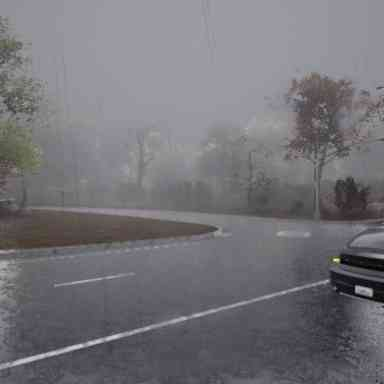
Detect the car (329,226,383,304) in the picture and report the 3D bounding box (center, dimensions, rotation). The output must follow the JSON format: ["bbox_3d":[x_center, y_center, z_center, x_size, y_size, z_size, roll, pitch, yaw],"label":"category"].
[{"bbox_3d":[4.946,1.522,7.507,4.892,1.490,1.837,0,1,-40],"label":"car"}]

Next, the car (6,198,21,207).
[{"bbox_3d":[-31.717,1.825,57.427,5.008,1.535,1.882,-1,0,29],"label":"car"}]

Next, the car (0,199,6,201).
[{"bbox_3d":[-33.953,1.571,55.003,5.566,2.045,2.150,-1,0,29],"label":"car"}]
